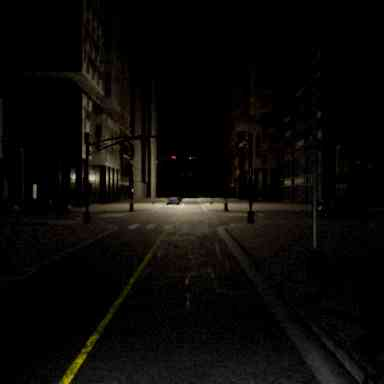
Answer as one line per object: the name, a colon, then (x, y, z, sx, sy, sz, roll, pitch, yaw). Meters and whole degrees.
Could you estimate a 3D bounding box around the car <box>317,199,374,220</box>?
car: (11.888, 1.368, 25.961, 4.097, 1.590, 1.967, 0, 0, 0)

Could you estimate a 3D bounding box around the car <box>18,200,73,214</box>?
car: (-15.026, 1.541, 34.642, 4.829, 1.417, 1.752, 0, 0, 0)

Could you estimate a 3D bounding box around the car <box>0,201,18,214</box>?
car: (-20.628, 1.556, 34.675, 4.829, 1.417, 1.752, 0, 0, 0)

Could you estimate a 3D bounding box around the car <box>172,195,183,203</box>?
car: (-3.019, 1.476, 70.225, 2.128, 1.511, 4.902, 0, 0, 0)

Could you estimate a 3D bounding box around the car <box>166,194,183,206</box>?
car: (-3.015, 1.535, 54.011, 1.994, 1.385, 4.181, 0, 1, 0)
